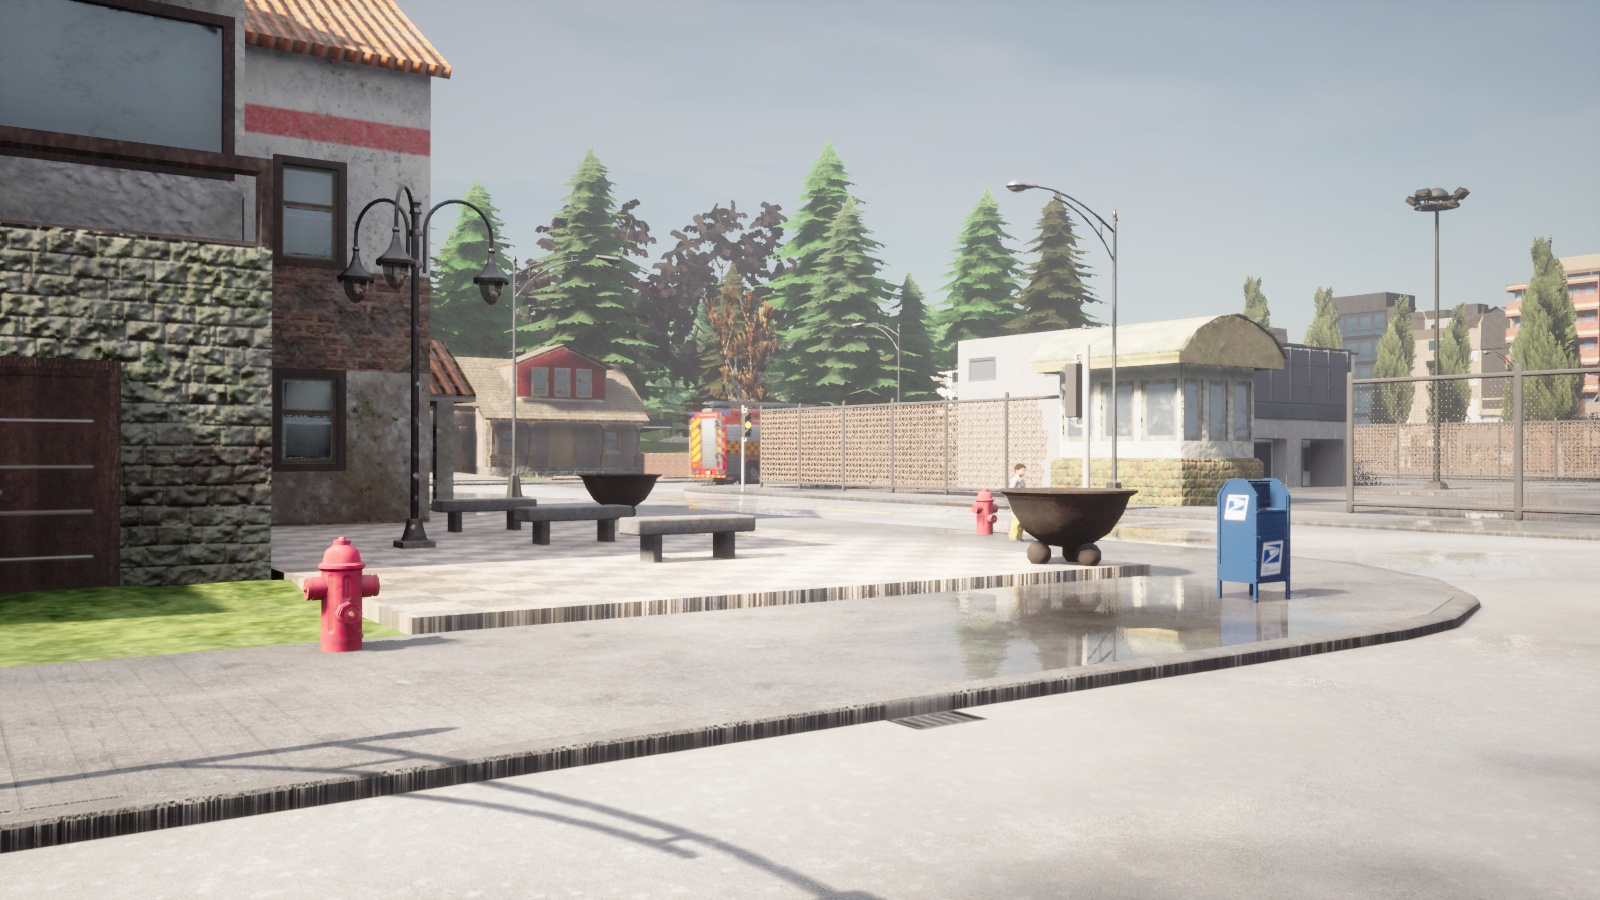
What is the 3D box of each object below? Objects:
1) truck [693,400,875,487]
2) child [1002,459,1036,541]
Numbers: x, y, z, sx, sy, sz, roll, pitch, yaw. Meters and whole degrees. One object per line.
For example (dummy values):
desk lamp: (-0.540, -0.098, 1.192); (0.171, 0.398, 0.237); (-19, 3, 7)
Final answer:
truck: (-0.648, -0.275, 58.792); (8.468, 3.827, 2.891); (0, 0, -37)
child: (3.422, 0.774, 19.615); (0.437, 1.263, 0.270); (0, 0, 43)
